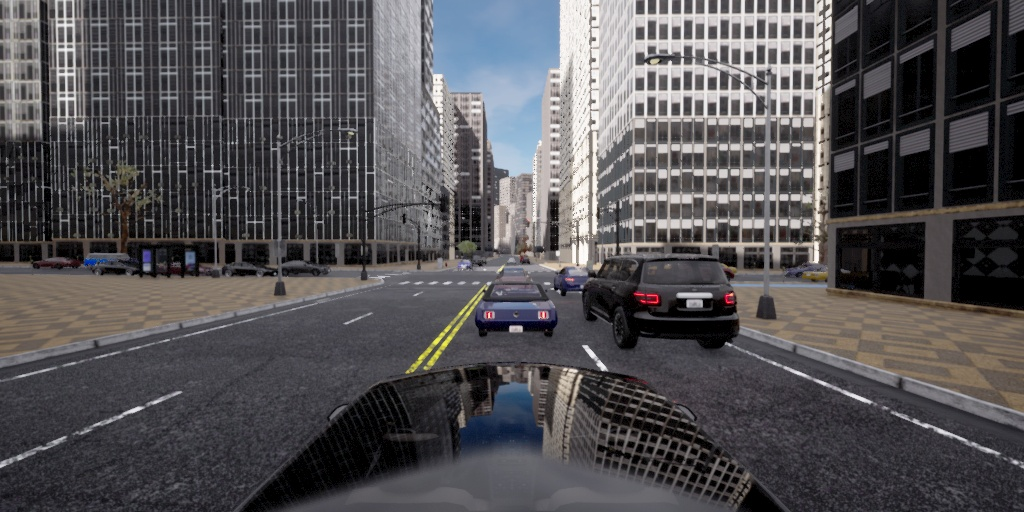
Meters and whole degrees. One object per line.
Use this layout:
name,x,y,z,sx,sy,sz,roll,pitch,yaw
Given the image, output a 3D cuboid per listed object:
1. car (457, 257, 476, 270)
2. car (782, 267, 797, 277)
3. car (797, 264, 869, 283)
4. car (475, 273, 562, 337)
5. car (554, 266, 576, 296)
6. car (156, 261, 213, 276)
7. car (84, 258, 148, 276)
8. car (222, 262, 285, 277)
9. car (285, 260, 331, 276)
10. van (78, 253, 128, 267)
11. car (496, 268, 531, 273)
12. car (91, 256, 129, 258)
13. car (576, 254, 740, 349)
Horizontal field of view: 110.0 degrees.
car,-6.658,1.224,51.246,1.812,1.442,4.674,0,0,-2
car,30.045,1.498,36.276,4.674,1.442,1.812,0,1,1
car,27.602,1.569,30.539,4.829,1.417,1.751,0,0,1
car,0.090,1.344,10.224,1.895,1.301,4.718,0,0,0
car,3.327,1.261,18.955,1.812,1.442,4.674,0,0,0
car,-28.456,1.128,31.318,4.207,1.307,1.802,0,0,1
car,-34.137,1.059,31.484,4.313,1.339,1.948,0,0,1
car,-22.772,1.164,31.193,4.313,1.339,1.948,0,0,1
car,-19.609,1.107,33.844,4.674,1.442,1.812,1,1,0
van,-45.341,0.592,40.128,3.998,1.789,1.690,0,0,1
car,0.078,1.299,18.961,1.994,1.385,4.181,0,0,0
car,-36.268,0.977,34.158,5.357,1.411,2.033,1,1,1
car,3.341,0.966,9.264,2.150,2.045,5.566,0,0,0
